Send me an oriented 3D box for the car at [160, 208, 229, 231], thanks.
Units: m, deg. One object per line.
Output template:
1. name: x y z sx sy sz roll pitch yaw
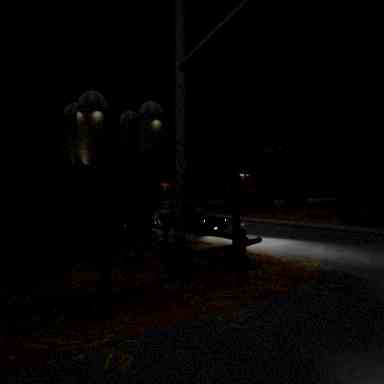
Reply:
1. car: -0.010 1.601 19.354 1.895 1.301 4.718 0 0 -35
